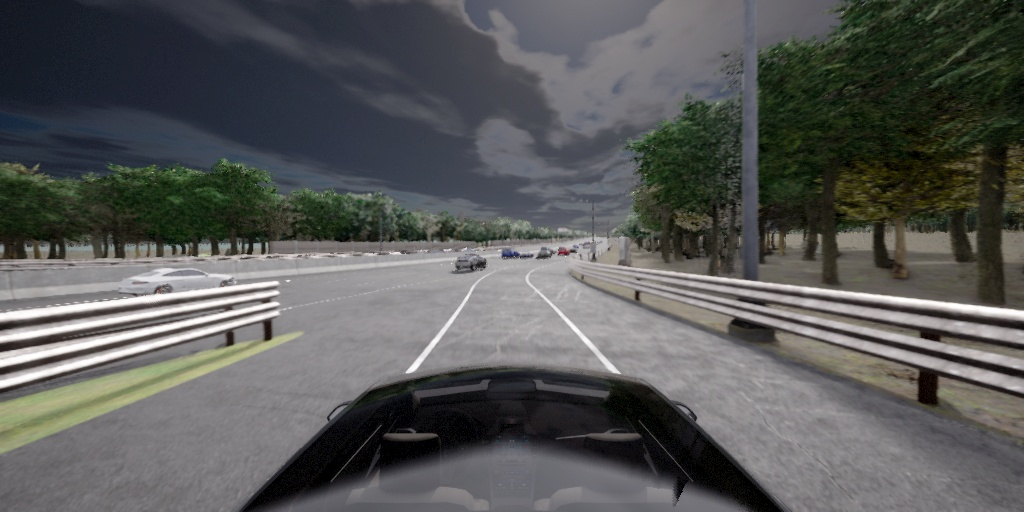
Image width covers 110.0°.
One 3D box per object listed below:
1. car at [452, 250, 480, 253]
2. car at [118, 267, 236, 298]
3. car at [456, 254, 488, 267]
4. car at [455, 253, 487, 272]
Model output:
[{"bbox_3d":[-6.266,0.324,52.072,2.033,1.411,5.357,0,2,18],"label":"car"},{"bbox_3d":[-17.090,1.304,18.619,1.812,1.442,4.674,0,2,18],"label":"car"},{"bbox_3d":[-4.905,0.531,44.939,2.033,1.411,5.357,0,2,18],"label":"car"},{"bbox_3d":[-4.034,0.727,36.304,2.128,1.511,4.902,0,2,18],"label":"car"}]
